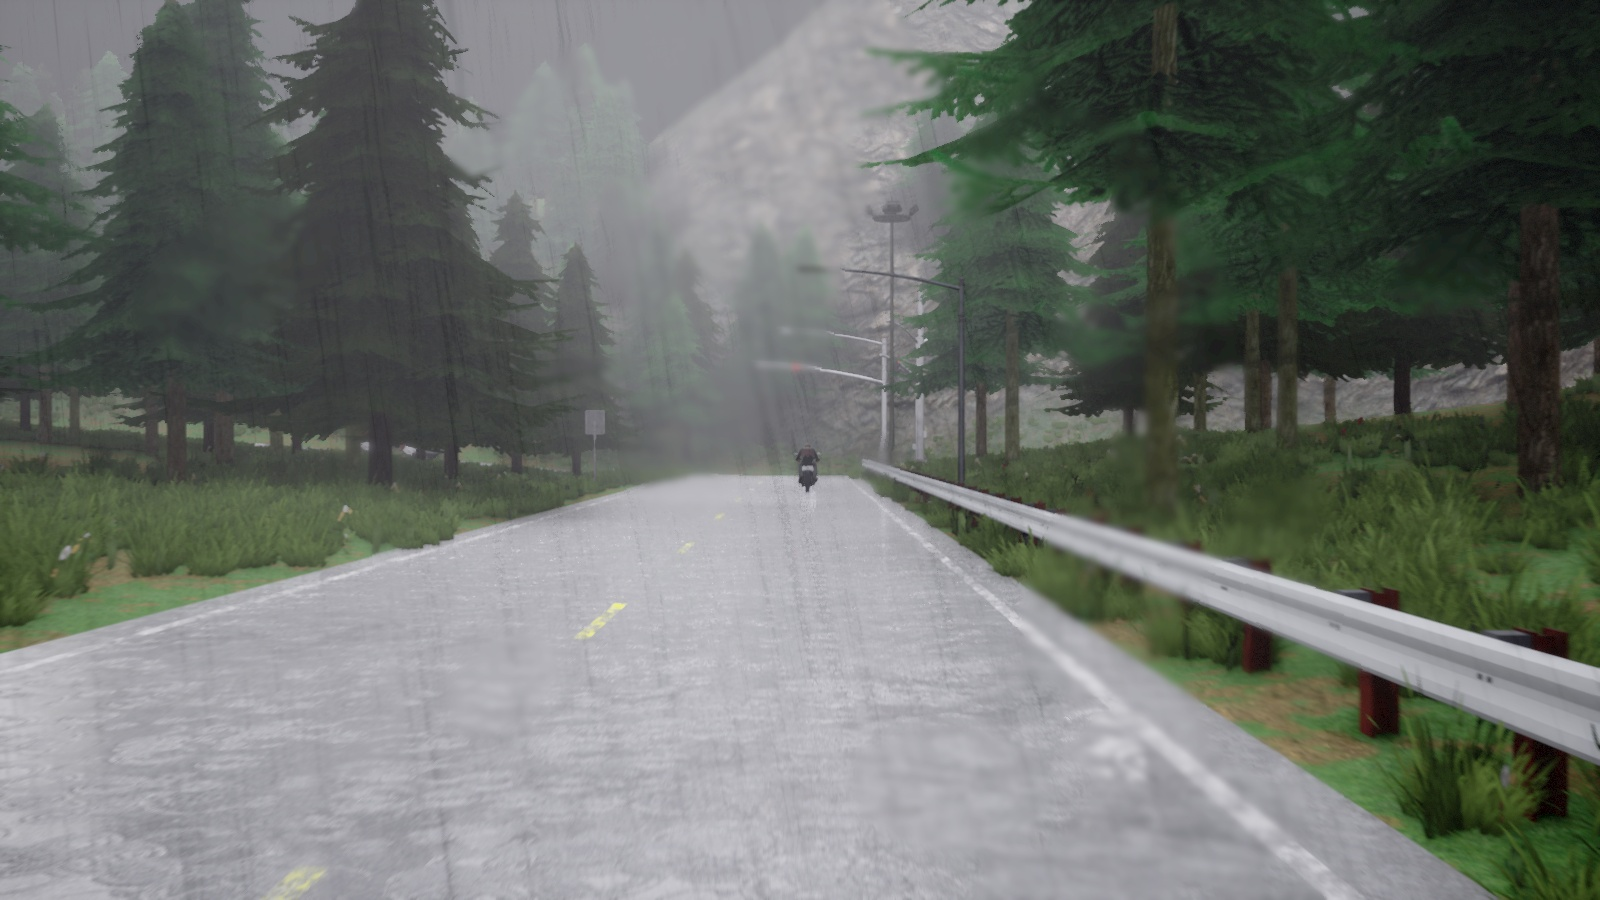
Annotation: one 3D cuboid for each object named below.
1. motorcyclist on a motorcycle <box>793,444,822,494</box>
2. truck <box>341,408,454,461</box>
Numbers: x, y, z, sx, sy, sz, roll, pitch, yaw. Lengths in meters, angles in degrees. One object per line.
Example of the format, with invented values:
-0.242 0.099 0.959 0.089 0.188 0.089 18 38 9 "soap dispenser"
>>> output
0.239 0.577 39.237 0.866 1.530 2.191 0 0 0 "motorcyclist on a motorcycle"
-22.434 -0.852 70.124 5.204 2.467 2.627 5 1 11 "truck"
